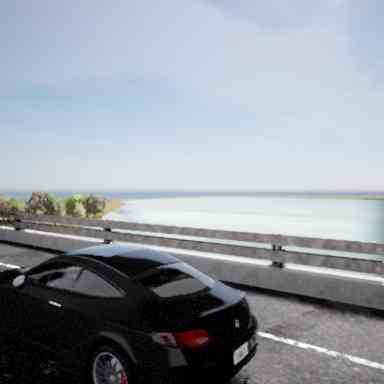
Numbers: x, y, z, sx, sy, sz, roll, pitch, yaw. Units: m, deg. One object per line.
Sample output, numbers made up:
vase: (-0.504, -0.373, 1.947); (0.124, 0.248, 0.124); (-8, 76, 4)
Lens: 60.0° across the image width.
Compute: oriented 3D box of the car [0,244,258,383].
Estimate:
car: (-1.359, 1.511, 4.842); (4.674, 1.442, 1.812); (0, 0, 36)
